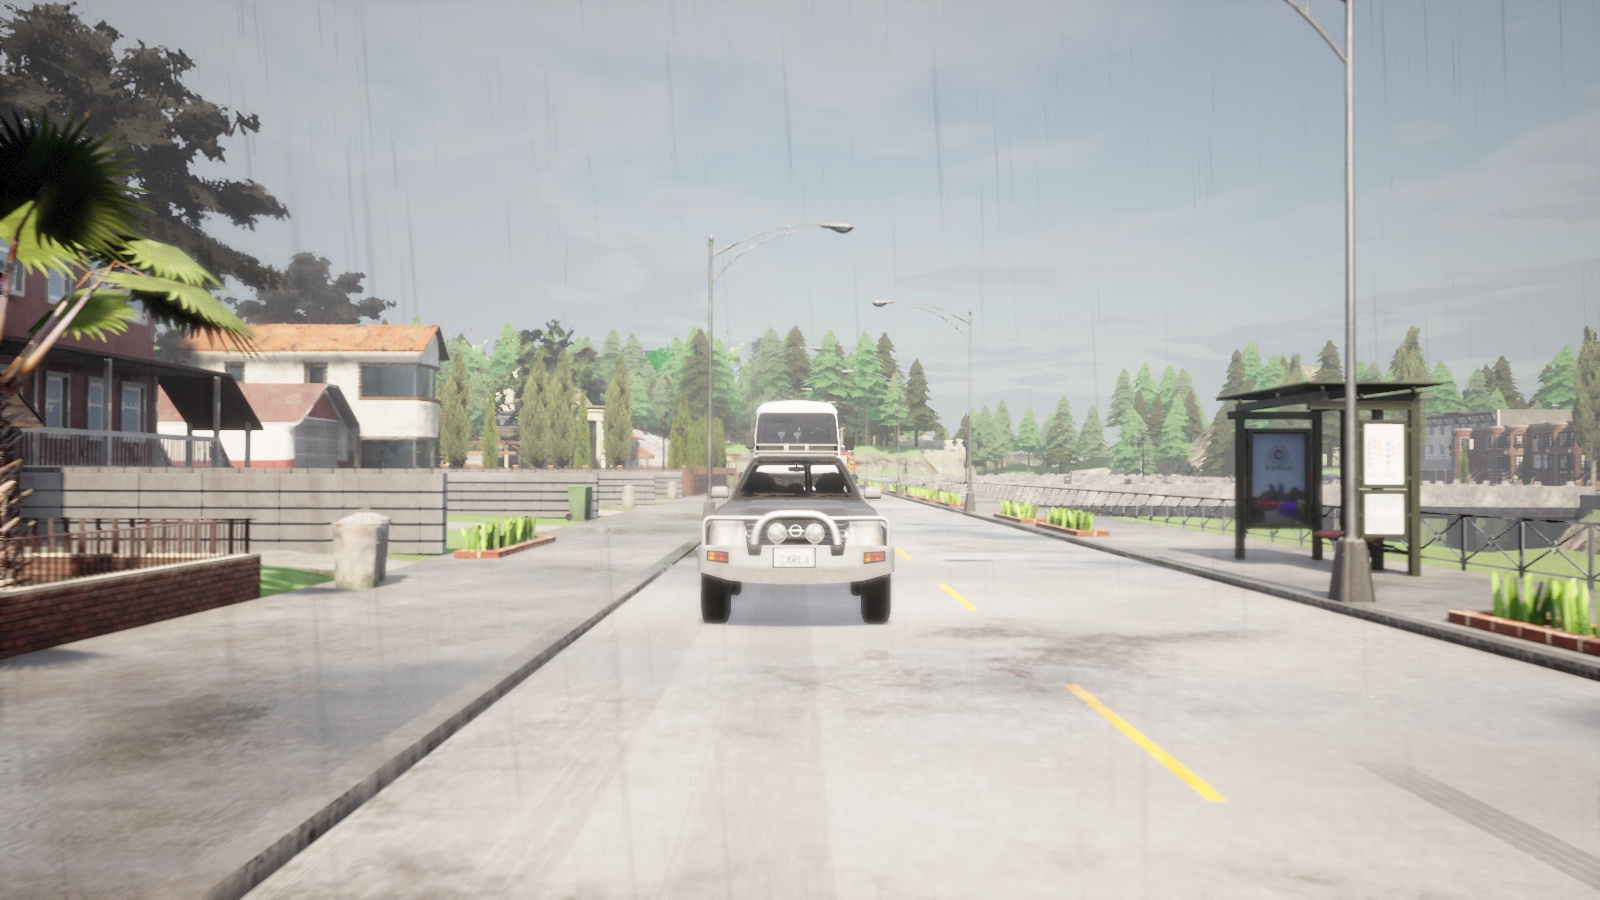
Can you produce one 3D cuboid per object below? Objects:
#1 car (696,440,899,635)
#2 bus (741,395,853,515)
[{"bbox_3d":[-0.034,0.871,14.290,1.932,1.855,4.605,0,-1,0],"label":"car"},{"bbox_3d":[-0.123,0.274,49.876,3.944,4.253,10.273,0,-1,0],"label":"bus"}]
